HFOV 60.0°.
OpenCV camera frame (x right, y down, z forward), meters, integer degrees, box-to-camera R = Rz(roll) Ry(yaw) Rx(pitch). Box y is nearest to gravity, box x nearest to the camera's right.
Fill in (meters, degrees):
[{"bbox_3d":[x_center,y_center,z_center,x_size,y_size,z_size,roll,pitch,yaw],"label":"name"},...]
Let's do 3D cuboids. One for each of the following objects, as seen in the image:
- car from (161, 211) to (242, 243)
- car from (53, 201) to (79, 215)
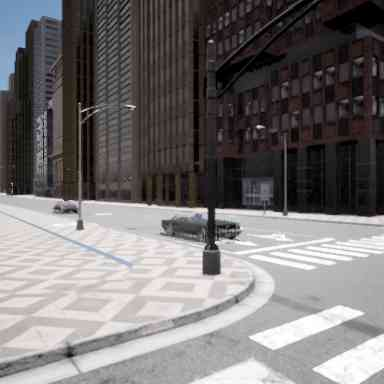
[{"bbox_3d":[0.344,1.674,16.843,1.895,1.301,4.718,0,0,-35],"label":"car"},{"bbox_3d":[-14.373,1.745,37.722,2.033,1.411,5.357,0,0,-35],"label":"car"}]
